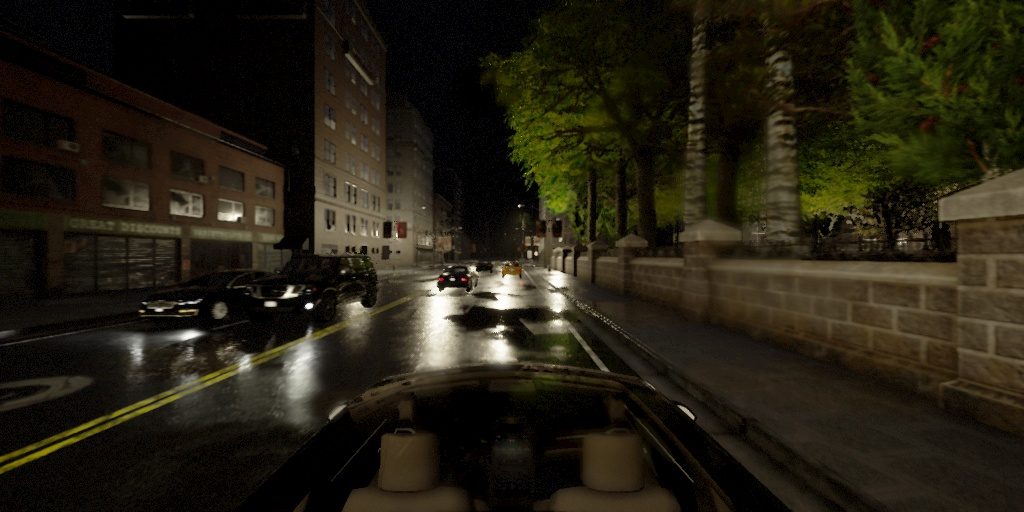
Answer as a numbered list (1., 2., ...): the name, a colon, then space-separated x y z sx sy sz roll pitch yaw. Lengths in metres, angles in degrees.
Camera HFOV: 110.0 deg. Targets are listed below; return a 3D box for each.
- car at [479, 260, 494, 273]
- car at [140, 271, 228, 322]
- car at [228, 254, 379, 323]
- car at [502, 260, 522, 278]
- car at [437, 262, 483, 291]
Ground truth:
1. car: -3.150 1.202 42.255 1.882 1.535 5.008 0 0 0
2. car: -9.752 1.258 12.342 1.837 1.490 4.892 0 0 0
3. car: -6.502 0.952 12.430 2.150 2.045 5.566 0 0 0
4. car: 0.021 1.190 33.751 1.801 1.575 5.366 0 0 0
5. car: -3.149 1.285 21.430 2.033 1.411 5.357 0 0 0
